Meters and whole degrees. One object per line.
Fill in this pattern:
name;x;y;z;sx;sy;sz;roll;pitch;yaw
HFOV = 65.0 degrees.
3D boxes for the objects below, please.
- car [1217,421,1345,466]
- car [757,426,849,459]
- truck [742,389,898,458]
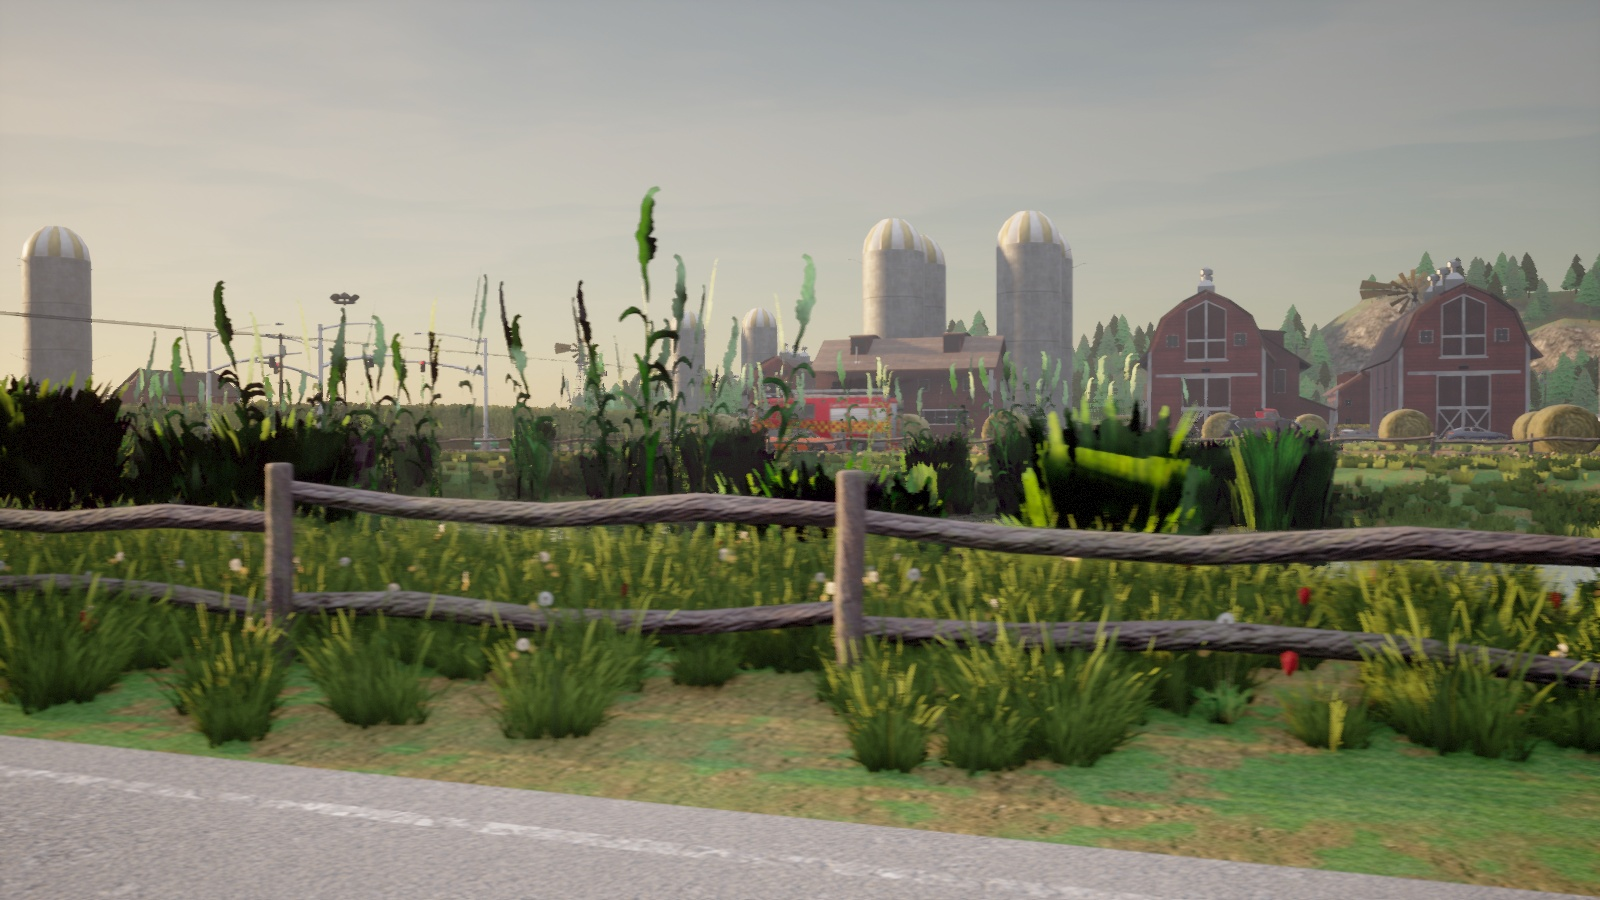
car;22.868;-0.348;59.776;5.566;2.045;2.150;1;1;21
car;0.152;-0.436;68.653;4.553;1.767;2.097;1;1;21
truck;1.112;-1.509;72.021;8.468;3.827;2.891;1;1;21
